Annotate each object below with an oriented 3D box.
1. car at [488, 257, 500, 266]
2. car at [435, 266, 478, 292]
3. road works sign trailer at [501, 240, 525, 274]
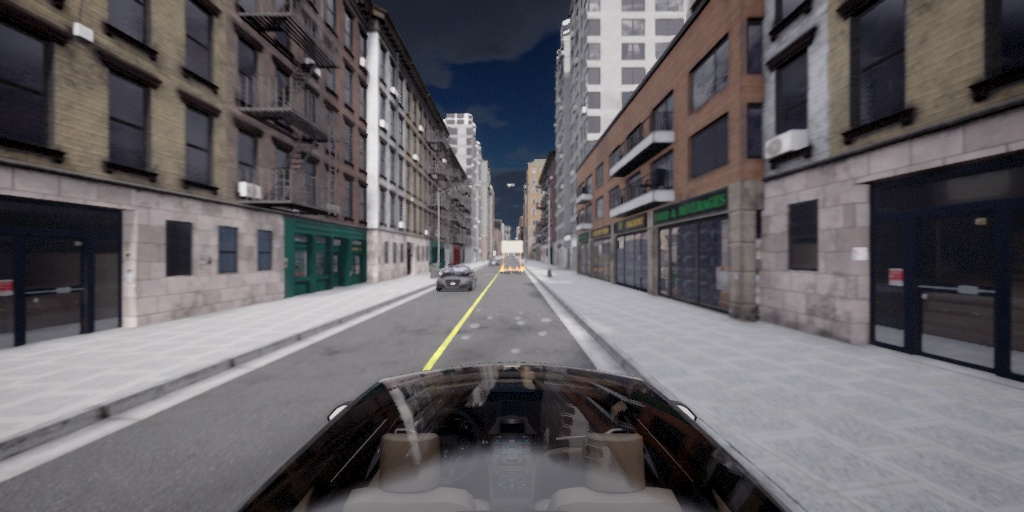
[{"bbox_3d":[-3.025,1.003,61.766,2.128,1.511,4.902,0,0,1],"label":"car"},{"bbox_3d":[-3.094,1.252,20.738,1.994,1.385,4.181,0,0,0],"label":"car"},{"bbox_3d":[0.013,0.085,37.279,2.380,3.560,2.880,0,0,0],"label":"road works sign trailer"}]
